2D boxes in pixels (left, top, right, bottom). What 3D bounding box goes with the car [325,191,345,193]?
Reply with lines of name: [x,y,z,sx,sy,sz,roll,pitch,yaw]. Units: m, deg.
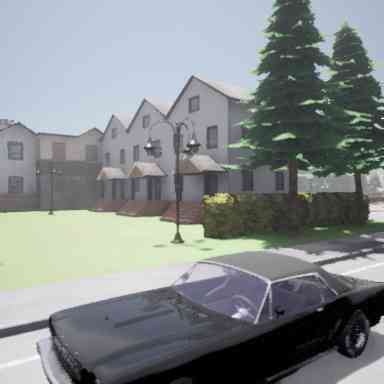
car: [31.128,0.697,73.531,1.905,1.878,3.866,0,0,-36]

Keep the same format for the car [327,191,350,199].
car: [33.242,0.701,75.567,1.932,1.855,4.605,0,0,-36]

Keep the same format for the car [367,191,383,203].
car: [28.389,0.805,50.110,1.932,1.855,4.605,0,0,-36]

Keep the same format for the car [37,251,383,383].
car: [0.598,1.585,4.408,4.718,1.301,1.895,0,0,-35]
